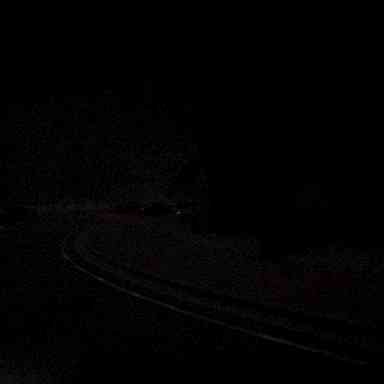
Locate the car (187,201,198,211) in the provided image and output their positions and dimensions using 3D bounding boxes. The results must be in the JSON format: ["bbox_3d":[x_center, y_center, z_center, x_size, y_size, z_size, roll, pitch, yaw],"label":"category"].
[{"bbox_3d":[1.920,1.795,46.004,1.882,1.535,5.008,-1,0,36],"label":"car"}]

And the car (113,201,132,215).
[{"bbox_3d":[-6.990,1.816,38.882,1.882,1.535,5.008,-1,0,31],"label":"car"}]

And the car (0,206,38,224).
[{"bbox_3d":[-15.533,1.880,28.498,2.033,1.411,5.357,-1,0,10],"label":"car"}]

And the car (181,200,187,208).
[{"bbox_3d":[-1.653,1.831,46.934,1.882,1.535,5.008,-1,0,35],"label":"car"}]

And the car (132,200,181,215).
[{"bbox_3d":[-3.893,1.852,37.688,2.033,1.411,5.357,-1,-1,34],"label":"car"}]
